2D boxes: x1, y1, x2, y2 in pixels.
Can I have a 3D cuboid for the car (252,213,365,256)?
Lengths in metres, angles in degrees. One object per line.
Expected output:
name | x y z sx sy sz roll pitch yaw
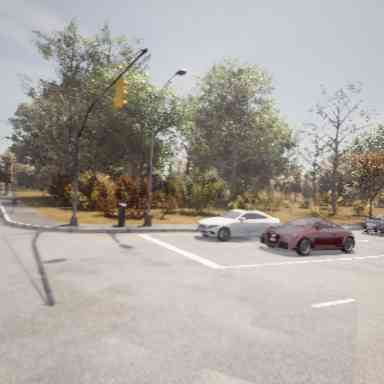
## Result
car | 5.004 1.806 14.276 4.181 1.385 1.994 3 0 -28

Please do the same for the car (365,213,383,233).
car | 13.859 2.187 22.991 4.902 1.511 2.128 3 0 -28

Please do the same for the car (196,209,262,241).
car | 2.462 1.621 16.886 4.674 1.442 1.812 3 0 -28
